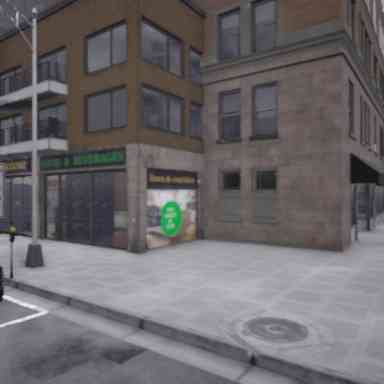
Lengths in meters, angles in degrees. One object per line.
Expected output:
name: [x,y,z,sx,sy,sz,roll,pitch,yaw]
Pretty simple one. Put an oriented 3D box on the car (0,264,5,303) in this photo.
car: [-5.452,1.594,6.694,4.313,1.339,1.947,0,0,35]
